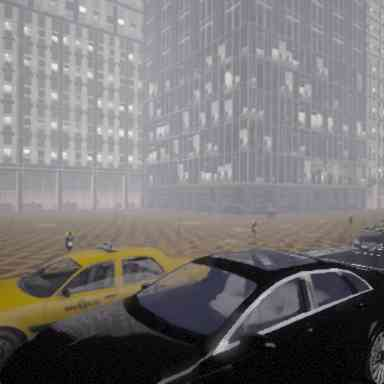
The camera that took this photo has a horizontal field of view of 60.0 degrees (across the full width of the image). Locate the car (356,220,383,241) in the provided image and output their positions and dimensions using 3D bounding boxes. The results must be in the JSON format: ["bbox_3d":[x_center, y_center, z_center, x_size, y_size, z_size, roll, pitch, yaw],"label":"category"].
[{"bbox_3d":[7.517,1.625,11.920,4.403,1.369,2.008,0,0,-35],"label":"car"}]

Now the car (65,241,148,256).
[{"bbox_3d":[-1.630,1.535,5.397,4.829,1.417,1.752,0,0,-35],"label":"car"}]

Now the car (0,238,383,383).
[{"bbox_3d":[0.564,1.506,3.780,4.902,1.511,2.128,0,0,-35],"label":"car"}]
